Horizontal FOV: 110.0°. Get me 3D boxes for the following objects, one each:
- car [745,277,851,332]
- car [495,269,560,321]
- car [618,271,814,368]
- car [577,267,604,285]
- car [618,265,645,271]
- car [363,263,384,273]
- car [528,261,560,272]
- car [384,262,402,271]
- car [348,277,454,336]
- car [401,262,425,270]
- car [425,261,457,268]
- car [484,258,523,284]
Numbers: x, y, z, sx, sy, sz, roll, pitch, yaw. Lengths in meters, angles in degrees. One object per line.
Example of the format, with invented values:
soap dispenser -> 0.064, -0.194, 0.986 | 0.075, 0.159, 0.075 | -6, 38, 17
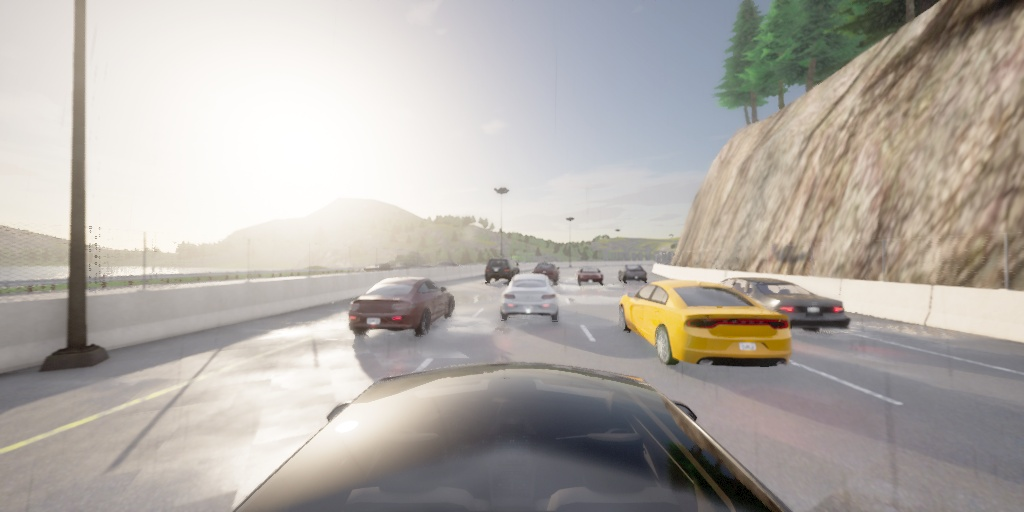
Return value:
car -> 7.536, 1.378, 11.246 | 2.033, 1.411, 5.357 | 0, 0, 4
car -> 0.658, 1.360, 12.774 | 1.812, 1.442, 4.674 | 0, 0, 4
car -> 3.832, 1.280, 8.092 | 1.882, 1.535, 5.008 | 0, 0, 3
car -> 6.163, 1.561, 28.563 | 1.895, 1.301, 4.718 | 0, 0, 10
car -> 9.966, 1.465, 29.822 | 2.128, 1.511, 4.902 | 0, 0, 11
car -> -18.072, 1.641, 49.419 | 2.033, 1.411, 5.357 | 0, 0, 15
car -> 2.925, 1.321, 30.173 | 2.097, 1.767, 4.553 | 0, 0, 10
car -> -14.645, 1.582, 48.580 | 2.128, 1.511, 4.902 | 0, -1, 15
car -> -3.026, 1.339, 10.519 | 1.812, 1.442, 4.674 | 0, 0, 4
car -> -11.748, 1.674, 45.929 | 1.895, 1.301, 4.718 | 0, 0, 15
car -> -8.453, 1.418, 44.603 | 2.097, 1.767, 4.553 | 0, 0, 15
car -> -0.729, 1.184, 29.820 | 2.150, 2.045, 5.566 | 0, 0, 10
